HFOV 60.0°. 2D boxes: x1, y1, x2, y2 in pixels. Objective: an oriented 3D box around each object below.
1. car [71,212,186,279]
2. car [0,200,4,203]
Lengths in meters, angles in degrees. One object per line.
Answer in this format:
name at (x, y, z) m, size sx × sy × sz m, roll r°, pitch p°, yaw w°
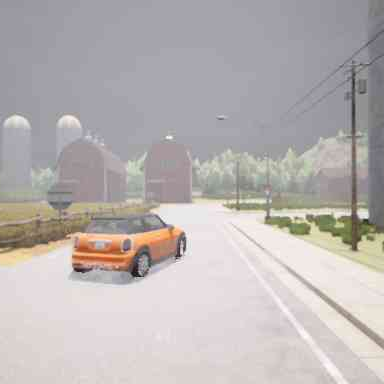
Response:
car at (-1.777, 1.453, 10.799) m, size 2.097 × 1.767 × 4.553 m, roll 0°, pitch -1°, yaw 18°
car at (-40.712, 1.923, 66.776) m, size 2.150 × 2.045 × 5.566 m, roll 0°, pitch -1°, yaw 18°
